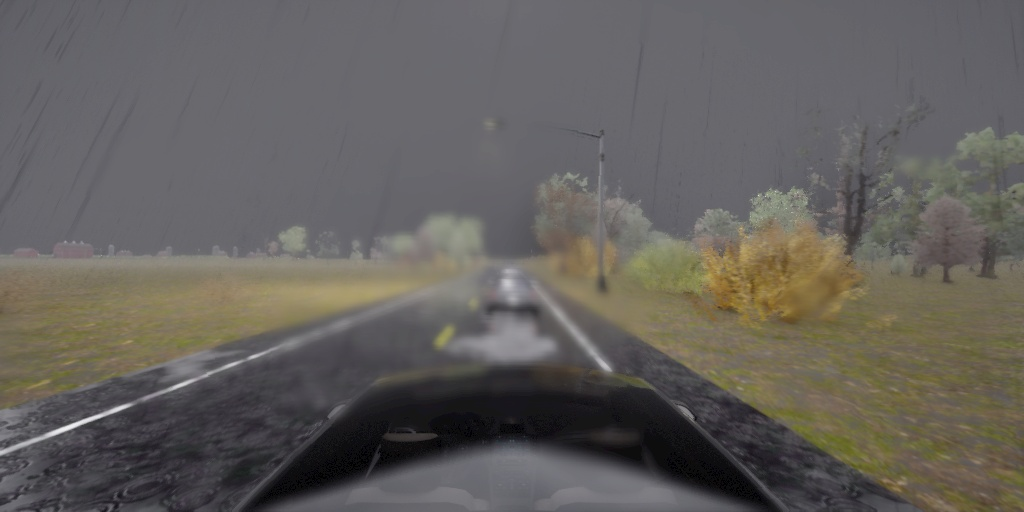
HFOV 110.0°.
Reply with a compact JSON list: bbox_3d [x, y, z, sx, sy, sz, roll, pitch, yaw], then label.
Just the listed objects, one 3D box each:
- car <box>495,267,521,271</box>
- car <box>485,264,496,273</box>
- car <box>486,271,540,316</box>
[{"bbox_3d":[0.040,1.641,26.961,2.033,1.411,5.357,0,-1,1],"label":"car"},{"bbox_3d":[-3.510,2.083,60.344,2.033,1.411,5.357,0,-1,1],"label":"car"},{"bbox_3d":[0.056,1.487,14.269,1.994,1.385,4.181,0,-1,0],"label":"car"}]
